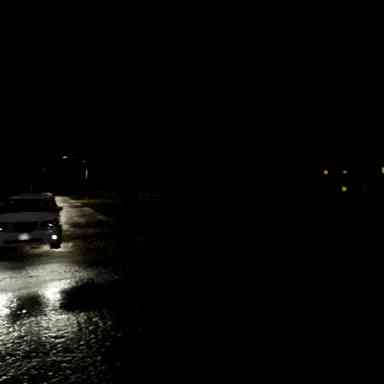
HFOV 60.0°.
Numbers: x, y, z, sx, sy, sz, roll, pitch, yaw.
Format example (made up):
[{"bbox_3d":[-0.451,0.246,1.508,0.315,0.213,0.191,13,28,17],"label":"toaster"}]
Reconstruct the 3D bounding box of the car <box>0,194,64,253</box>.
[{"bbox_3d":[-6.560,1.121,13.696,2.150,2.045,5.566,-1,1,-20],"label":"car"}]

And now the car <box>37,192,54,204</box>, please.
[{"bbox_3d":[-21.492,0.872,48.738,2.128,1.511,4.902,-2,1,-23],"label":"car"}]
